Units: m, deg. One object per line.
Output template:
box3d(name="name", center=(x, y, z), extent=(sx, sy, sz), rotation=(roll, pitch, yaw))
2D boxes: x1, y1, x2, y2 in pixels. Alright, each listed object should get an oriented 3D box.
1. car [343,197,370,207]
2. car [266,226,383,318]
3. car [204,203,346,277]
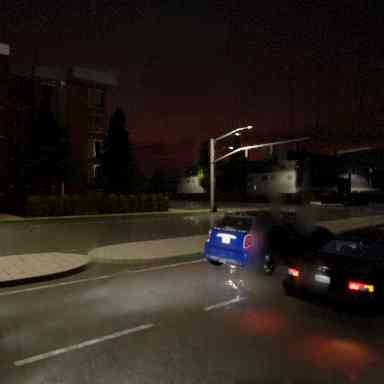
box3d(name="car", center=(24.531, 1.480, 49.646), extent=(4.902, 1.511, 2.128), rotation=(0, 0, -30))
box3d(name="car", center=(4.223, 1.546, 7.300), extent=(5.357, 1.411, 2.033), rotation=(0, 0, -38))
box3d(name="car", center=(2.600, 1.350, 10.480), extent=(4.553, 1.767, 2.097), rotation=(0, 0, -39))
